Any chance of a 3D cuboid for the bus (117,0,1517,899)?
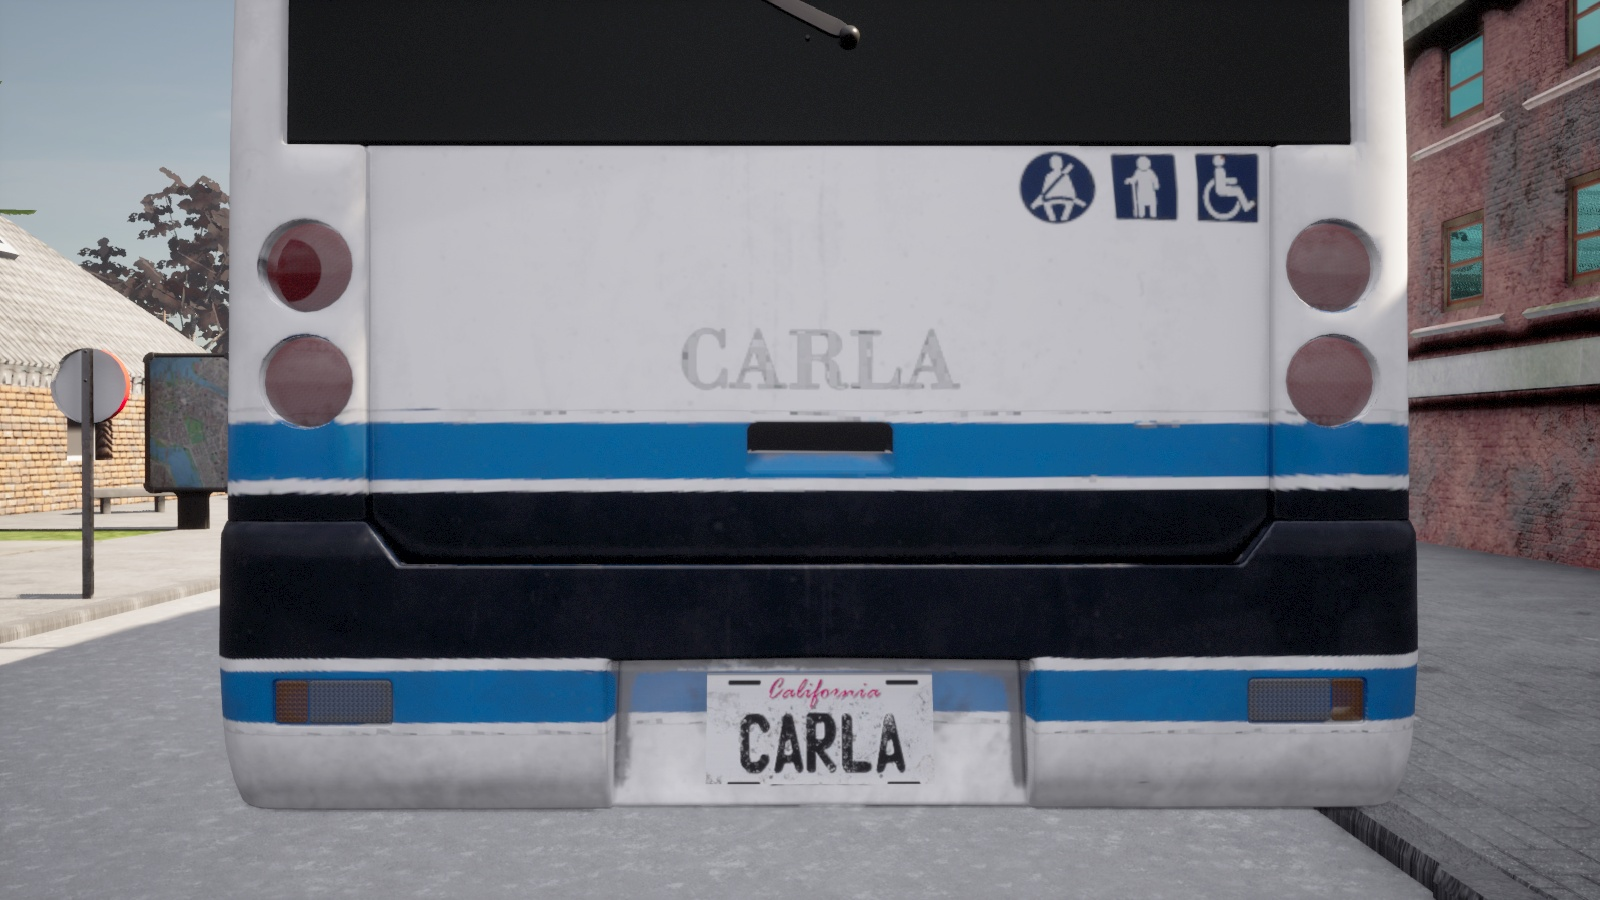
[{"bbox_3d":[0.025,-0.679,8.677,3.944,4.253,10.273,0,0,0],"label":"bus"}]
